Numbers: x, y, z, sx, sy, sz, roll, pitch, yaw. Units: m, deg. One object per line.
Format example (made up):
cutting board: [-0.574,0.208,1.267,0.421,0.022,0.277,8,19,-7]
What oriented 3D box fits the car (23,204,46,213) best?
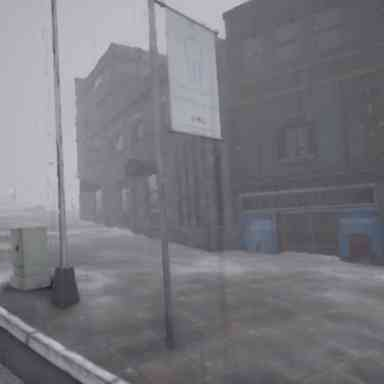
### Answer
car: [-26.514,2.742,56.248,1.812,1.442,4.674,-4,-1,7]
